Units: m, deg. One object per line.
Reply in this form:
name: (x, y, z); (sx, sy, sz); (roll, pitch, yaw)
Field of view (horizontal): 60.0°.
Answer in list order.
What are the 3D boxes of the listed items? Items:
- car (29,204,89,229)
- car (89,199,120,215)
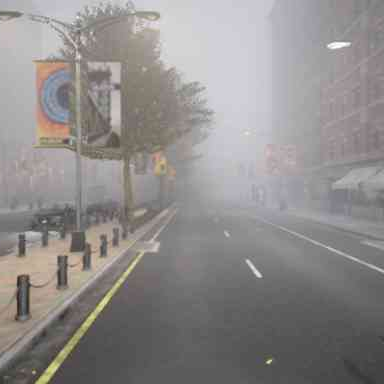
car: (-8.084, 1.414, 20.212); (1.994, 1.385, 4.181); (0, 0, 0)
car: (-8.042, 1.320, 30.583); (2.033, 1.411, 5.357); (0, 0, 1)
